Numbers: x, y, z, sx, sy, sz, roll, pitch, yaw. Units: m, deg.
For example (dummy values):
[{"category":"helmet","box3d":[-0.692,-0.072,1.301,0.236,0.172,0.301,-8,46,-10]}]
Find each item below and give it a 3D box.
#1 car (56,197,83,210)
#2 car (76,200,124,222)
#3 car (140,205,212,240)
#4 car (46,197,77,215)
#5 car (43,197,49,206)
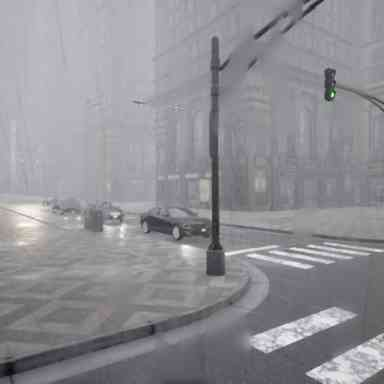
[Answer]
[{"category":"car","box3d":[-16.367,1.485,44.280,2.033,1.411,5.357,0,0,-35]},{"category":"car","box3d":[-6.836,1.478,25.476,2.128,1.511,4.902,0,0,-35]},{"category":"car","box3d":[-0.925,1.467,17.186,1.882,1.535,5.008,0,0,-36]},{"category":"car","box3d":[-12.981,1.516,34.109,2.033,1.411,5.357,0,0,-35]},{"category":"car","box3d":[-22.006,1.442,52.096,1.812,1.442,4.674,0,0,-35]}]
